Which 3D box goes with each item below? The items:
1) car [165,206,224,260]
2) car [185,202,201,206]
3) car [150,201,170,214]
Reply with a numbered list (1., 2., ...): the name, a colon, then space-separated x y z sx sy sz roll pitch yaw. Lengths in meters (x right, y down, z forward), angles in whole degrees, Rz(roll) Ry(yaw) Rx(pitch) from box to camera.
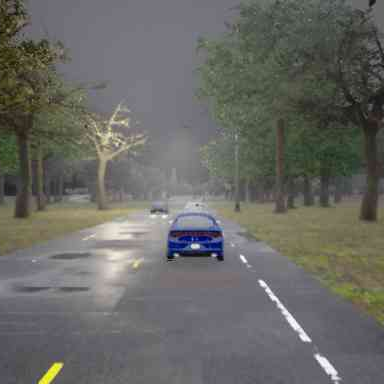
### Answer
1. car: 0.105 1.526 12.656 1.882 1.535 5.008 0 0 0
2. car: 0.114 1.669 30.821 1.812 1.442 4.674 0 0 0
3. car: -3.544 1.733 37.465 2.033 1.411 5.357 0 0 0
